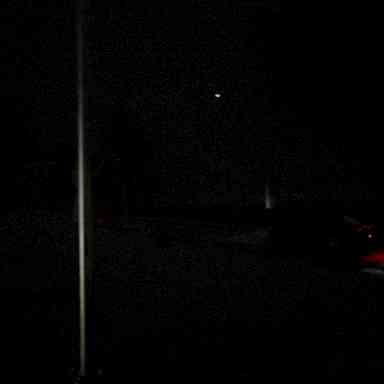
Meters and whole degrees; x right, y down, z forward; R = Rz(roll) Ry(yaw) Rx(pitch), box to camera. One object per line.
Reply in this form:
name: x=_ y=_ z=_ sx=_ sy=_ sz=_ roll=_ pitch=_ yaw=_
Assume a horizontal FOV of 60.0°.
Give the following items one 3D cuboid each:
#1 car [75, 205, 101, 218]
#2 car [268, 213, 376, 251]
car: x=-13.288 y=2.406 z=42.344 sx=2.097 sy=1.767 sz=4.553 roll=-1 pitch=-1 yaw=-36
car: x=5.851 y=1.715 z=15.640 sx=1.882 sy=1.535 sz=5.008 roll=-1 pitch=-1 yaw=-36
